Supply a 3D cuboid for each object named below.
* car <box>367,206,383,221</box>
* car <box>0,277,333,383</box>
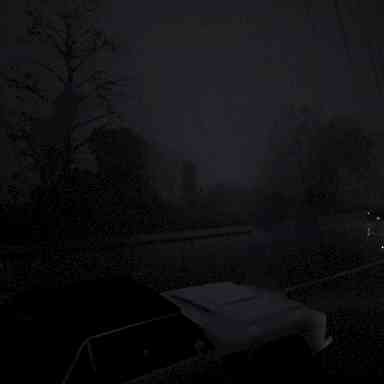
[{"bbox_3d":[16.671,1.846,28.797,1.895,1.301,4.718,0,0,42],"label":"car"},{"bbox_3d":[-0.623,1.618,3.393,4.718,1.301,1.895,1,0,-36],"label":"car"}]
